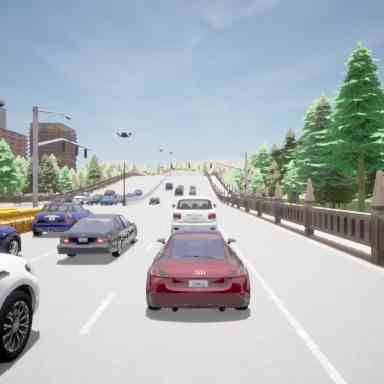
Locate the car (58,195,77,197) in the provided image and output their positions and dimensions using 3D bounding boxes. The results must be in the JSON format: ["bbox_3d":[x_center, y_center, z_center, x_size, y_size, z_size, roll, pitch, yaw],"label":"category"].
[{"bbox_3d":[-21.081,1.351,54.206,2.097,1.767,4.553,0,0,2],"label":"car"}]

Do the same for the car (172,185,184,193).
[{"bbox_3d":[-3.334,-0.282,85.970,2.150,2.045,5.566,0,7,0],"label":"car"}]

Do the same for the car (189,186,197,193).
[{"bbox_3d":[0.168,-0.022,86.368,2.128,1.511,4.902,0,7,0],"label":"car"}]

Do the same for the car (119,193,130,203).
[{"bbox_3d":[-13.963,1.448,65.362,1.812,1.442,4.674,0,1,0],"label":"car"}]

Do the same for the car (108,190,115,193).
[{"bbox_3d":[-17.398,1.002,76.188,1.895,1.301,4.718,0,3,0],"label":"car"}]

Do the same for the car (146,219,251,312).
[{"bbox_3d":[0.109,1.564,7.803,1.994,1.385,4.181,0,0,0],"label":"car"}]

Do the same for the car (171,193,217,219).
[{"bbox_3d":[0.115,1.222,17.210,2.150,2.045,5.566,0,0,0],"label":"car"}]

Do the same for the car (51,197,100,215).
[{"bbox_3d":[-6.935,1.352,18.492,2.097,1.767,4.553,0,0,-1],"label":"car"}]

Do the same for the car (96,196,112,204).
[{"bbox_3d":[-17.444,1.499,66.244,1.895,1.301,4.718,0,2,0],"label":"car"}]

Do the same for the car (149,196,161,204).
[{"bbox_3d":[-6.823,1.527,62.072,2.033,1.411,5.357,0,0,0],"label":"car"}]

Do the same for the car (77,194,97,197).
[{"bbox_3d":[-17.505,1.484,57.110,2.128,1.511,4.902,0,0,1],"label":"car"}]

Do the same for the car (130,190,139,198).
[{"bbox_3d":[-13.905,0.943,75.236,1.882,1.535,5.008,0,3,0],"label":"car"}]

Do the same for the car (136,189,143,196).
[{"bbox_3d":[-13.839,0.049,85.362,1.882,1.535,5.008,0,6,0],"label":"car"}]

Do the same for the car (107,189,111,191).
[{"bbox_3d":[-20.846,0.179,84.219,1.882,1.535,5.008,0,6,0],"label":"car"}]

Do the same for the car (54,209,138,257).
[{"bbox_3d":[-3.394,1.547,12.912,2.033,1.411,5.357,0,0,0],"label":"car"}]

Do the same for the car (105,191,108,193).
[{"bbox_3d":[-20.914,1.101,73.879,2.033,1.411,5.357,0,3,0],"label":"car"}]

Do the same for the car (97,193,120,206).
[{"bbox_3d":[-14.016,1.471,56.054,1.882,1.535,5.008,0,0,0],"label":"car"}]

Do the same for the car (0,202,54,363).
[{"bbox_3d":[-3.396,1.221,2.721,2.150,2.045,5.566,0,0,0],"label":"car"}]

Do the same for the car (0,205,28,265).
[{"bbox_3d":[-6.892,1.352,9.562,2.097,1.767,4.553,0,0,0],"label":"car"}]
